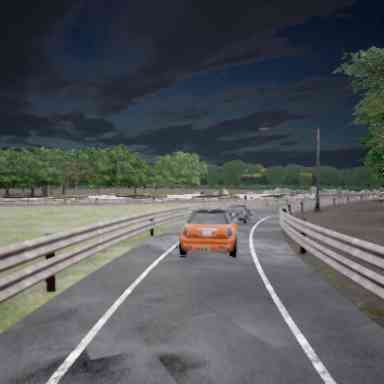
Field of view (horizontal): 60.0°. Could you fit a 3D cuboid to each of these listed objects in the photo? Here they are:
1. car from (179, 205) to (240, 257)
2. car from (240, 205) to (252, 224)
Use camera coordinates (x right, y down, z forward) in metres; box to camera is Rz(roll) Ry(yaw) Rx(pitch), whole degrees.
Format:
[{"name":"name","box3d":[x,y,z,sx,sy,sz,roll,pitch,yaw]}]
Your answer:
[{"name":"car","box3d":[0.819,1.483,13.751,2.097,1.767,4.553,0,-1,8]},{"name":"car","box3d":[3.916,1.830,28.053,2.033,1.411,5.357,0,0,17]}]
